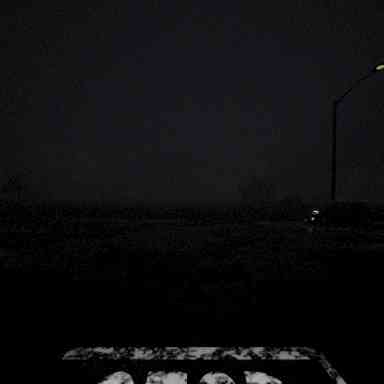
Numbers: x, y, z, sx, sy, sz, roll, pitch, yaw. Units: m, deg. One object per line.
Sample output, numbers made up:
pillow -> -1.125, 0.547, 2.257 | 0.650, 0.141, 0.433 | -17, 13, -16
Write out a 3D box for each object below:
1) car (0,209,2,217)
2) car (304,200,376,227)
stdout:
car -> -15.950, 1.376, 23.720 | 4.181, 1.385, 1.994 | 1, 1, 0
car -> 10.346, 1.423, 23.549 | 4.553, 1.767, 2.097 | 1, 1, 0
